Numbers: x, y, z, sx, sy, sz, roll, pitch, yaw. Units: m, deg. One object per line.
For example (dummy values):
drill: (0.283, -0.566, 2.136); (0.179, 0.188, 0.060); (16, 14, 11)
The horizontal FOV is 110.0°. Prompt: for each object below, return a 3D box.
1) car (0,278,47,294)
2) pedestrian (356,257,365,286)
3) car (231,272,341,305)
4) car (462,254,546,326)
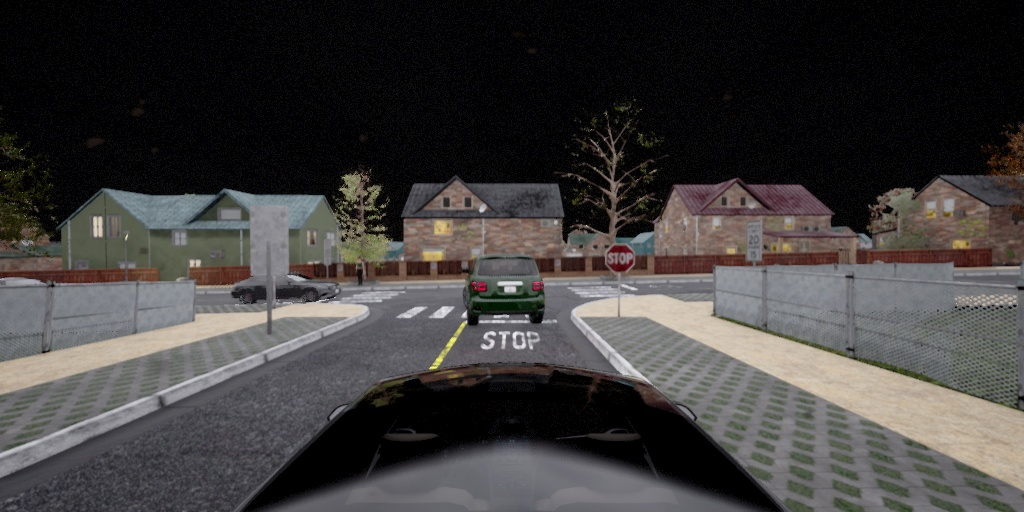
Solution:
car: (-23.426, 1.768, 16.945); (4.674, 1.442, 1.812); (-1, 1, 0)
pedestrian: (-9.682, 0.956, 22.834); (0.375, 1.860, 0.375); (0, 2, 0)
car: (-10.627, 1.464, 16.977); (4.674, 1.442, 1.812); (-1, 1, 0)
car: (-0.434, 0.951, 11.866); (2.150, 2.045, 5.566); (0, 0, -8)
